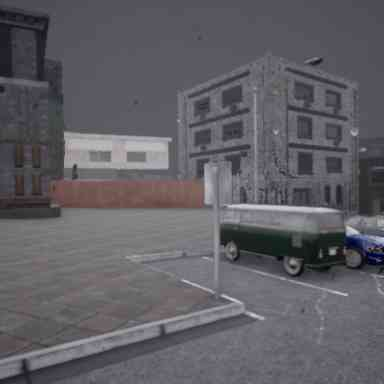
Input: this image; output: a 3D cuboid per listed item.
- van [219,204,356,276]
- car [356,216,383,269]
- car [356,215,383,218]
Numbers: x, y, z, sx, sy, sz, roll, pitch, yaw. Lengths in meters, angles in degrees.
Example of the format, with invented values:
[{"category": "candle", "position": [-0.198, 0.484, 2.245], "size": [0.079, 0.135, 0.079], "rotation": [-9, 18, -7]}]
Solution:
[{"category": "van", "position": [2.681, 1.424, 11.061], "size": [1.878, 1.987, 4.442], "rotation": [2, -1, -35]}, {"category": "car", "position": [4.997, 1.747, 12.576], "size": [2.097, 1.535, 5.008], "rotation": [2, -1, -35]}, {"category": "car", "position": [7.291, 1.738, 14.168], "size": [2.185, 1.767, 4.553], "rotation": [3, -2, -35]}]
